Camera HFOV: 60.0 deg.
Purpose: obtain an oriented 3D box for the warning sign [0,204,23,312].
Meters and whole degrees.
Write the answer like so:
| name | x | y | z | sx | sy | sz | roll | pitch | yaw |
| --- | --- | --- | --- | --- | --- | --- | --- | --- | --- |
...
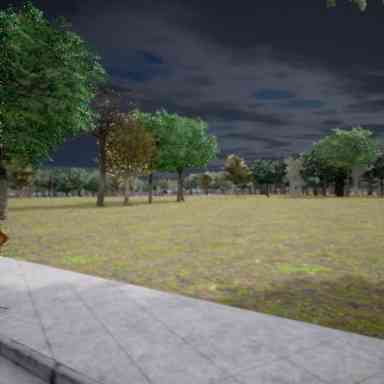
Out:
| name | x | y | z | sx | sy | sz | roll | pitch | yaw |
| --- | --- | --- | --- | --- | --- | --- | --- | --- | --- |
| warning sign | -3.927 | 1.160 | 5.890 | 1.060 | 1.860 | 1.300 | 1 | -1 | 36 |
